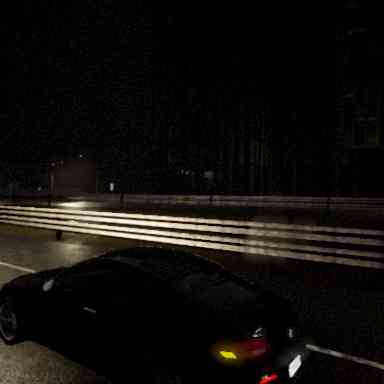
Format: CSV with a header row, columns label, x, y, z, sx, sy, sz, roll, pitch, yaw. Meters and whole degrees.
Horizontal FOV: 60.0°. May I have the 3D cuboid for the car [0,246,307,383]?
label,x,y,z,sx,sy,sz,roll,pitch,yaw
car,-0.864,1.503,4.605,4.674,1.442,1.812,0,0,36
